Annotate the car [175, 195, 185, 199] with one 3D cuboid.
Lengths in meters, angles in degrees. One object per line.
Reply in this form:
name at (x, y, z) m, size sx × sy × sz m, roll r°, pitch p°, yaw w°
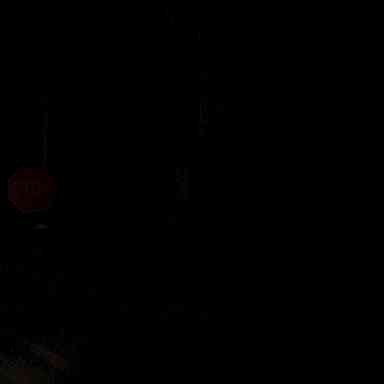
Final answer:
car at (-3.490, 1.499, 85.830) m, size 4.193 × 1.474 × 1.816 m, roll 0°, pitch 0°, yaw 37°
